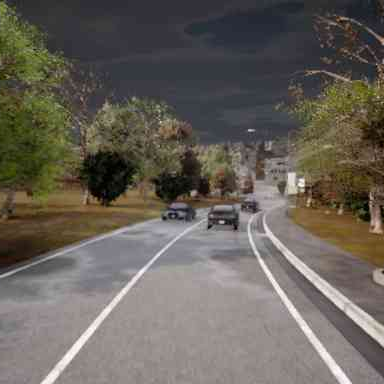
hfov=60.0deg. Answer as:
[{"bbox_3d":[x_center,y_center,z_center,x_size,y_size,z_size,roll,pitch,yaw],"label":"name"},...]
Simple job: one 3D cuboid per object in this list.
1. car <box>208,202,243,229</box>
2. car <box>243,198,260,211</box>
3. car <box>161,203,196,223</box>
[{"bbox_3d":[2.137,1.504,21.630,1.837,1.490,4.892,1,0,10],"label":"car"},{"bbox_3d":[7.404,1.559,42.136,1.837,1.490,4.892,2,0,18],"label":"car"},{"bbox_3d":[-0.931,1.501,25.309,1.994,1.385,4.181,1,0,12],"label":"car"}]
